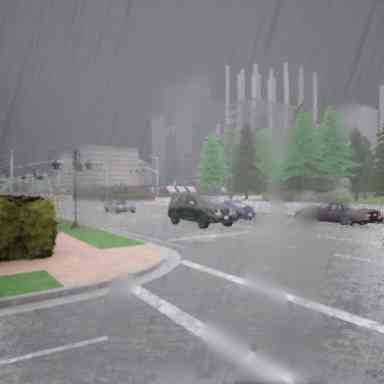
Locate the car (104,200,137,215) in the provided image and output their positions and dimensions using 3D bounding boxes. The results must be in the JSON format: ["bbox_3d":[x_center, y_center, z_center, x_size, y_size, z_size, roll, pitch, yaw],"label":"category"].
[{"bbox_3d":[-7.212,1.504,33.313,1.895,1.301,4.718,-1,0,-33],"label":"car"}]

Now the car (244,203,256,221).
[{"bbox_3d":[2.730,1.389,24.748,1.812,1.442,4.674,-1,0,-33],"label":"car"}]

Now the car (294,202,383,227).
[{"bbox_3d":[9.174,1.373,21.276,2.033,1.411,5.357,-1,0,-33],"label":"car"}]

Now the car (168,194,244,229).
[{"bbox_3d":[0.478,1.127,21.441,2.150,2.045,5.566,-1,0,-33],"label":"car"}]
